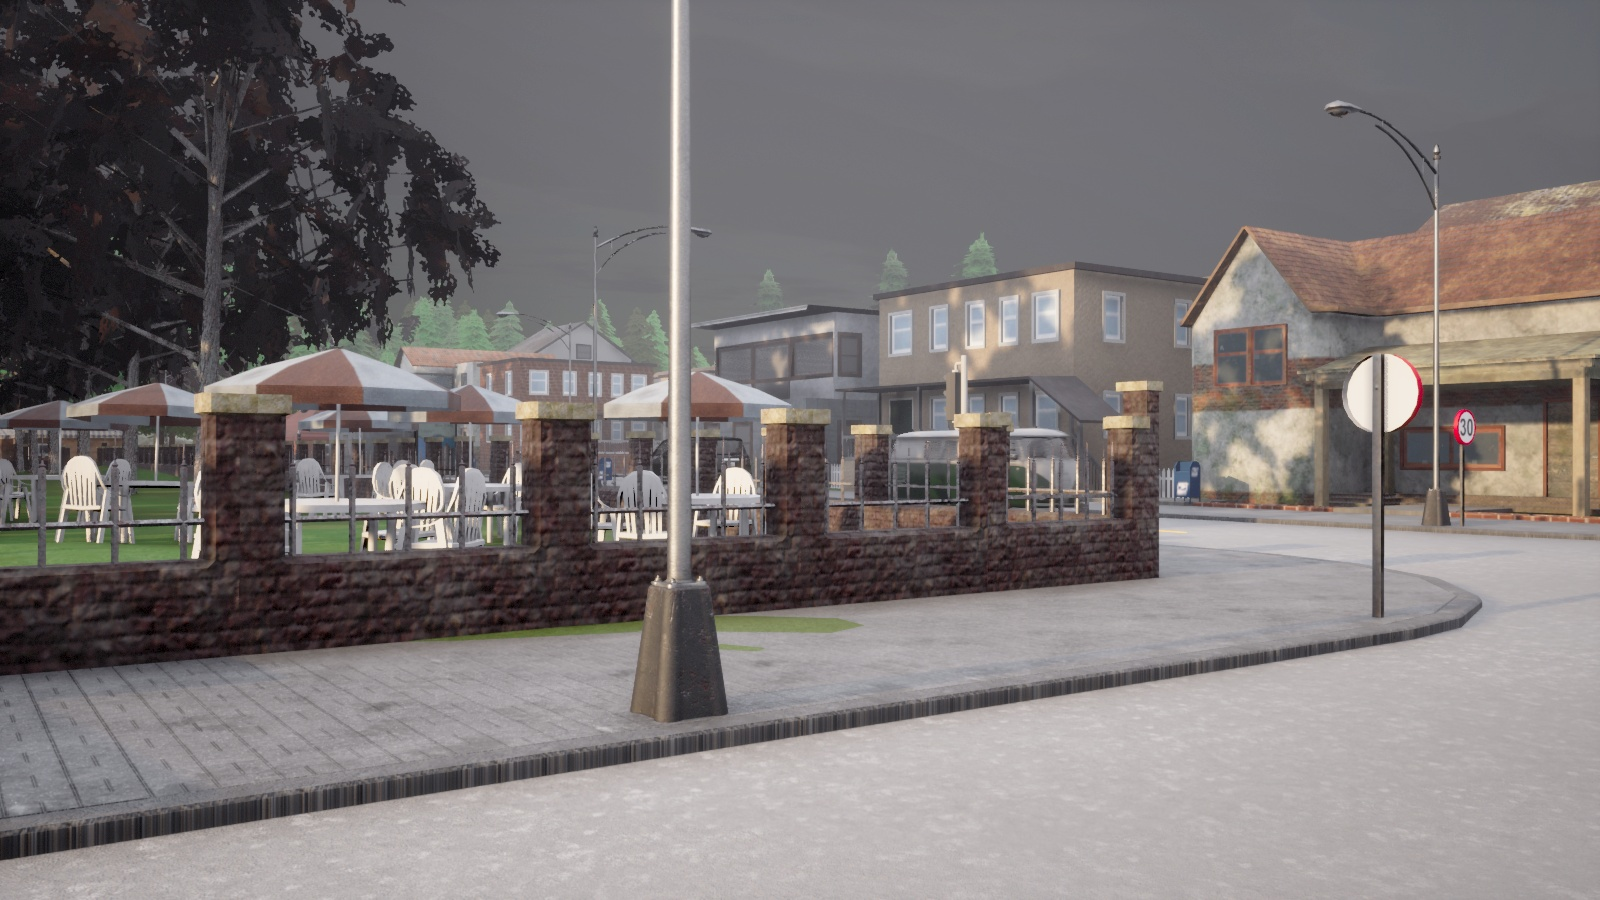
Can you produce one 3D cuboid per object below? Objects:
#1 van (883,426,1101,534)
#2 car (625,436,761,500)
[{"bbox_3d":[3.770,0.551,25.359,1.775,1.987,4.442,0,0,-35],"label":"van"},{"bbox_3d":[-3.768,0.577,43.111,2.150,2.045,5.566,0,0,-35],"label":"car"}]
